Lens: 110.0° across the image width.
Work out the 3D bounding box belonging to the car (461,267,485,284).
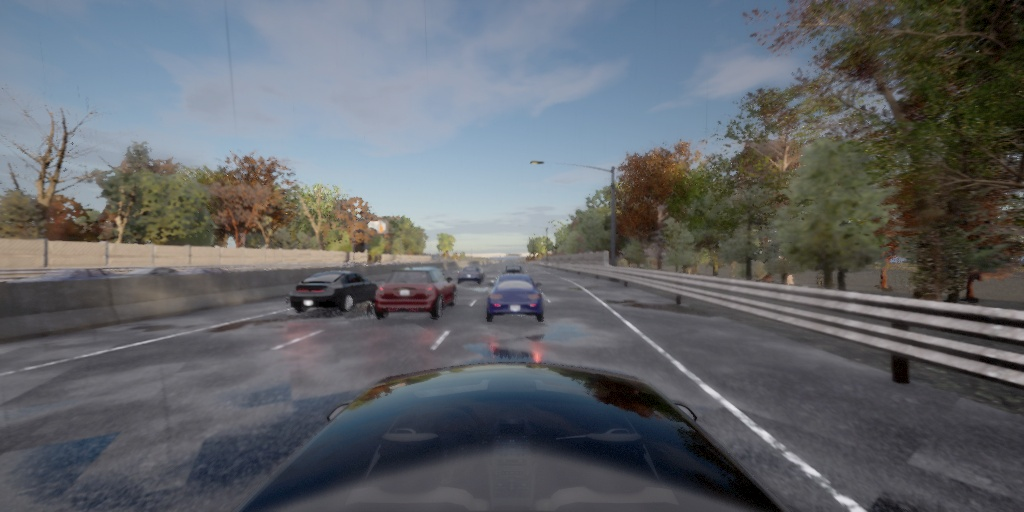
[{"bbox_3d":[-3.393,1.572,30.411,1.994,1.385,4.181,0,-1,0],"label":"car"}]

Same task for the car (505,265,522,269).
[{"bbox_3d":[0.107,1.510,30.031,1.837,1.490,4.892,0,-1,0],"label":"car"}]

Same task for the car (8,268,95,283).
[{"bbox_3d":[-27.788,1.483,22.800,2.033,1.411,5.357,0,-1,-2],"label":"car"}]

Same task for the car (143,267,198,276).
[{"bbox_3d":[-21.093,1.498,24.324,2.033,1.411,5.357,0,-1,0],"label":"car"}]

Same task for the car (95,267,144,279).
[{"bbox_3d":[-24.592,1.476,24.374,1.812,1.442,4.674,0,-1,0],"label":"car"}]

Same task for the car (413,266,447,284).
[{"bbox_3d":[-6.893,1.574,30.573,1.994,1.385,4.181,0,-1,0],"label":"car"}]

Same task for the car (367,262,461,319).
[{"bbox_3d":[-3.399,1.205,13.512,2.097,1.767,4.553,0,-1,0],"label":"car"}]

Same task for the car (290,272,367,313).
[{"bbox_3d":[-6.898,1.367,14.583,1.837,1.490,4.892,0,-1,0],"label":"car"}]

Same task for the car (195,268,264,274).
[{"bbox_3d":[-17.594,1.543,23.493,1.895,1.301,4.718,0,-1,0],"label":"car"}]

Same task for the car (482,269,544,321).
[{"bbox_3d":[0.100,1.372,12.778,1.812,1.442,4.674,0,0,0],"label":"car"}]
